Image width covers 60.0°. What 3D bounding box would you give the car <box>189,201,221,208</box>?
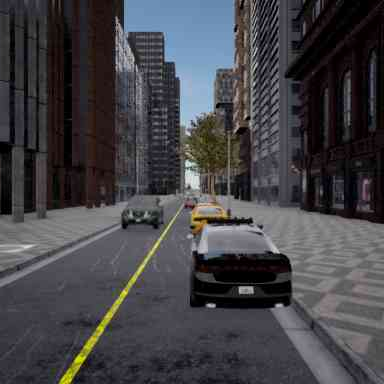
[{"bbox_3d":[0.898,1.478,17.998,1.882,1.535,5.008,0,0,0],"label":"car"}]

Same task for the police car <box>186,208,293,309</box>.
[{"bbox_3d":[0.899,1.425,8.108,1.930,1.638,5.238,0,0,0],"label":"police car"}]

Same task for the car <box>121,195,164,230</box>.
[{"bbox_3d":[-3.002,1.222,21.295,2.150,2.045,5.566,0,0,0],"label":"car"}]

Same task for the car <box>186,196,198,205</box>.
[{"bbox_3d":[-0.006,1.476,58.551,1.882,1.535,5.008,0,0,0],"label":"car"}]

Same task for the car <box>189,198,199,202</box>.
[{"bbox_3d":[0.897,1.455,24.189,1.801,1.575,5.366,0,0,0],"label":"car"}]

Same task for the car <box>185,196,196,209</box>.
[{"bbox_3d":[0.015,1.564,45.944,1.994,1.385,4.181,0,0,1],"label":"car"}]
